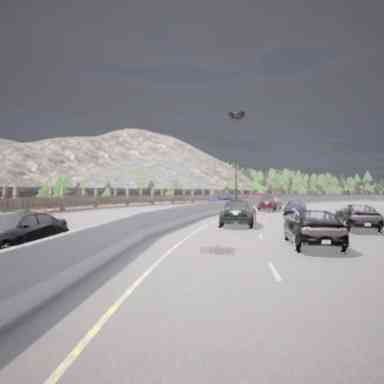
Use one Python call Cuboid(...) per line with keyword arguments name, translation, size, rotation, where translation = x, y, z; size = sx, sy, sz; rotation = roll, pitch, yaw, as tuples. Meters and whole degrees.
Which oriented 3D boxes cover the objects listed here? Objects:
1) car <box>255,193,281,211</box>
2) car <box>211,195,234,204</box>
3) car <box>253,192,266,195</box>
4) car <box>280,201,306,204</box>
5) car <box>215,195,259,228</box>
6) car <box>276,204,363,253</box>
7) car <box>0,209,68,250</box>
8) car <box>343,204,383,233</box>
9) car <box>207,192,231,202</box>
Cuboid(name="car", translation=(9.160, 1.280, 38.806), size=(2.097, 1.767, 4.553), rotation=(0, 0, 25))
Cuboid(name="car", translation=(5.709, 1.327, 61.138), size=(1.882, 1.535, 5.008), rotation=(0, 0, 35))
Cuboid(name="car", translation=(11.634, 1.091, 57.396), size=(2.150, 2.045, 5.566), rotation=(0, 0, 35))
Cuboid(name="car", translation=(9.898, 1.516, 31.725), size=(1.994, 1.385, 4.181), rotation=(0, 0, 21))
Cuboid(name="car", translation=(3.102, 1.302, 21.923), size=(2.097, 1.767, 4.553), rotation=(0, 0, 14))
Cuboid(name="car", translation=(4.906, 1.474, 13.643), size=(2.128, 1.511, 4.902), rotation=(0, 0, 9))
Cuboid(name="car", translation=(-6.183, 1.417, 11.502), size=(1.882, 1.535, 5.008), rotation=(0, 0, 7))
Cuboid(name="car", translation=(9.728, 1.477, 19.688), size=(2.128, 1.511, 4.902), rotation=(0, 0, 14))
Cuboid(name="car", translation=(4.534, 1.093, 52.884), size=(2.150, 2.045, 5.566), rotation=(0, 0, 31))
